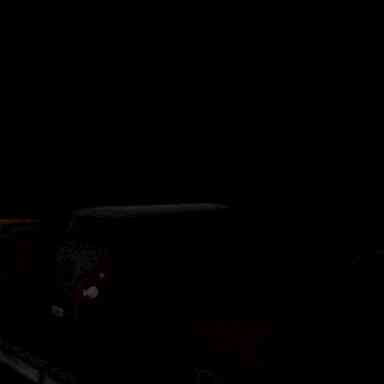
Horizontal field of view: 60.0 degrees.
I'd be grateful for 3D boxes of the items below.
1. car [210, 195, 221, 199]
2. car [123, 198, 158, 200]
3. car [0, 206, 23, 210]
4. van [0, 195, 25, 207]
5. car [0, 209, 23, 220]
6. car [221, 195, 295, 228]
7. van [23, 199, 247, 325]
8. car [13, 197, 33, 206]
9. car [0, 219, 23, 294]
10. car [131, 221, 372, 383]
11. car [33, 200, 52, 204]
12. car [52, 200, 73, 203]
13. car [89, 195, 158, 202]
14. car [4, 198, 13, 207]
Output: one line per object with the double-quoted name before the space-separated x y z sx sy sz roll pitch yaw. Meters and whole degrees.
"car" 2.105 1.226 21.009 2.435 2.045 5.566 0 0 35
"car" -2.420 1.484 24.255 2.097 1.535 5.008 0 0 35
"car" -7.559 1.477 11.861 2.097 1.535 5.008 0 0 35
"van" -20.508 1.327 37.270 1.878 1.987 4.442 0 0 35
"car" -5.167 1.472 10.394 1.946 1.575 5.366 0 0 35
"car" 4.275 1.226 19.467 2.435 2.045 5.566 0 0 35
"van" -0.772 1.248 6.899 1.878 1.987 4.442 0 0 35
"car" -13.874 1.522 32.178 1.946 1.575 5.366 0 0 35
"car" -2.973 1.504 8.642 2.163 1.488 4.792 0 0 35
"car" 1.563 1.503 5.346 2.163 1.488 4.792 0 0 35
"car" -11.499 1.516 30.709 2.097 1.535 5.008 0 0 35
"car" -9.243 1.536 29.076 2.163 1.488 4.792 0 0 35
"car" -4.704 1.238 25.851 2.435 2.045 5.566 0 0 35
"car" -16.037 1.575 33.941 2.002 1.452 4.674 0 0 35
